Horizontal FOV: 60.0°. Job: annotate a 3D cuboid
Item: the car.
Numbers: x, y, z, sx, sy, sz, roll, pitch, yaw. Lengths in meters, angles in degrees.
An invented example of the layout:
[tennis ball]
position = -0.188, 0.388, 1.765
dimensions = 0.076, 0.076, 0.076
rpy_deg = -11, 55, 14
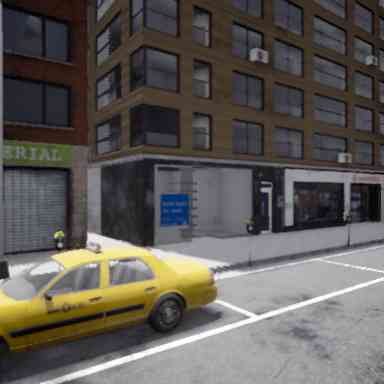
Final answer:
[car]
position = -1.798, 1.526, 5.250
dimensions = 4.829, 1.417, 1.752
rpy_deg = 0, 0, -35
